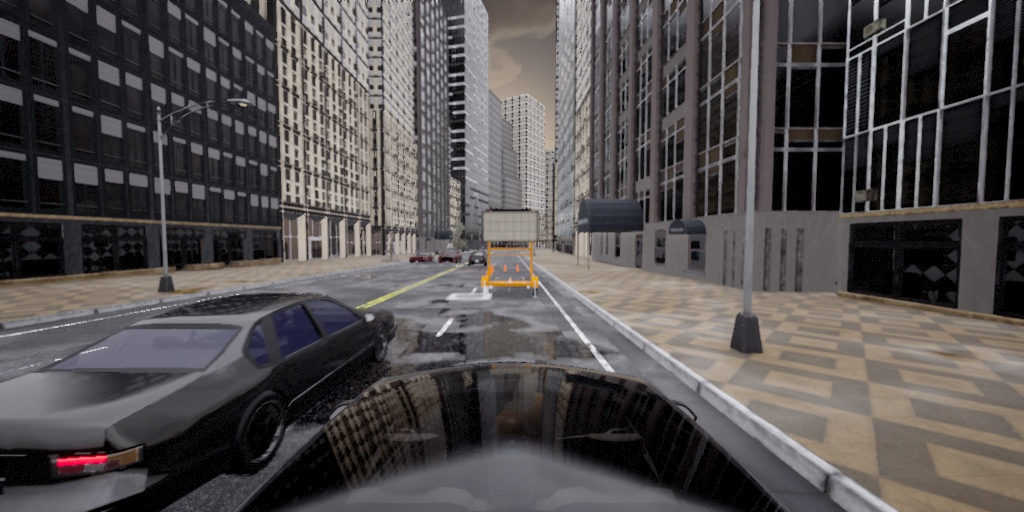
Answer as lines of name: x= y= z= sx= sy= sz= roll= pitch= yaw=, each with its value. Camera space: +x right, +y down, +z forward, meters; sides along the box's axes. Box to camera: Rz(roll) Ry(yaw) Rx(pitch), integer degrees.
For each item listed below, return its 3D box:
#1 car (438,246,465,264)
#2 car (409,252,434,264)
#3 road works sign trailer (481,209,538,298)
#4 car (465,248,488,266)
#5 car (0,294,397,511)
car: x=-6.828 y=-0.033 z=39.826 sx=2.097 sy=1.767 sz=4.553 roll=0 pitch=2 yaw=0
car: x=-10.083 y=0.206 z=40.112 sx=1.895 sy=1.301 sz=4.718 roll=0 pitch=2 yaw=0
road works sign trailer: x=-0.078 y=-0.194 z=15.470 sx=2.380 sy=3.560 sz=2.880 roll=0 pitch=0 yaw=1
car: x=-3.368 y=0.237 z=36.637 sx=1.812 sy=1.442 sz=4.674 roll=0 pitch=2 yaw=0
car: x=-3.164 y=1.209 z=4.605 sx=2.033 sy=1.411 sz=5.357 roll=0 pitch=2 yaw=0
